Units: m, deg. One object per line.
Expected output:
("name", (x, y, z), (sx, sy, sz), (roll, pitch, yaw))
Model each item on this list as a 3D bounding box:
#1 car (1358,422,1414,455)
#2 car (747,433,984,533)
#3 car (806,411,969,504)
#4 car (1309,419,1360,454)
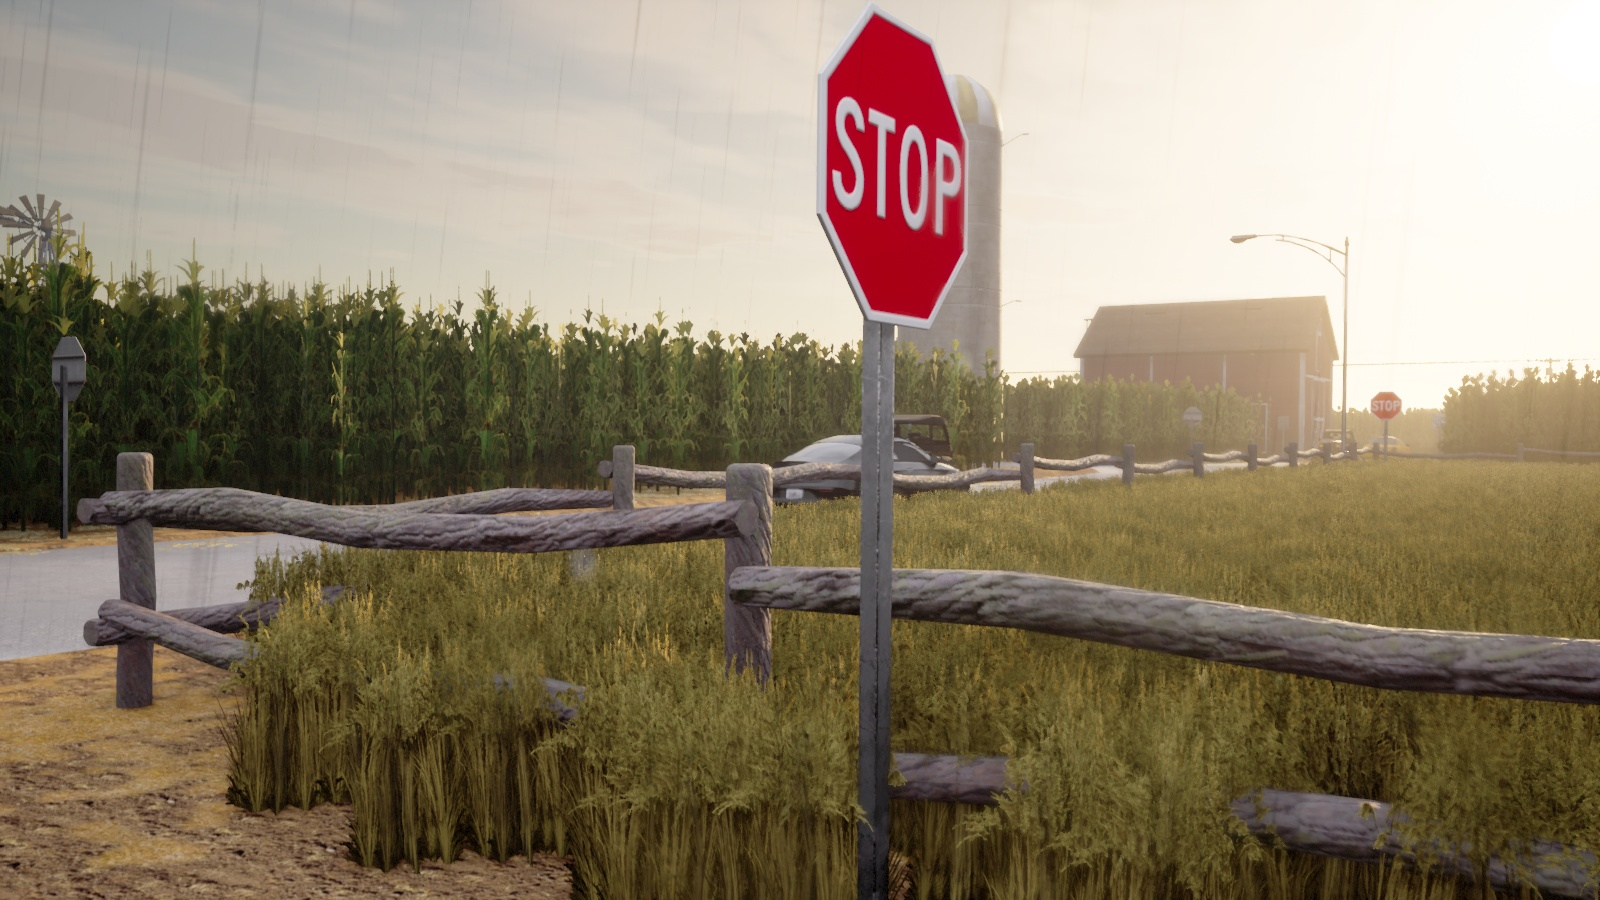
("car", (29.837, -0.573, 63.838), (1.801, 1.575, 5.366), (0, 0, 34))
("car", (1.228, 0.456, 20.895), (1.812, 1.442, 4.674), (0, 1, 34))
("car", (1.992, 0.113, 27.633), (1.905, 1.878, 3.866), (0, 1, 34))
("car", (29.133, -0.736, 68.373), (1.905, 1.878, 3.866), (0, 0, 34))
